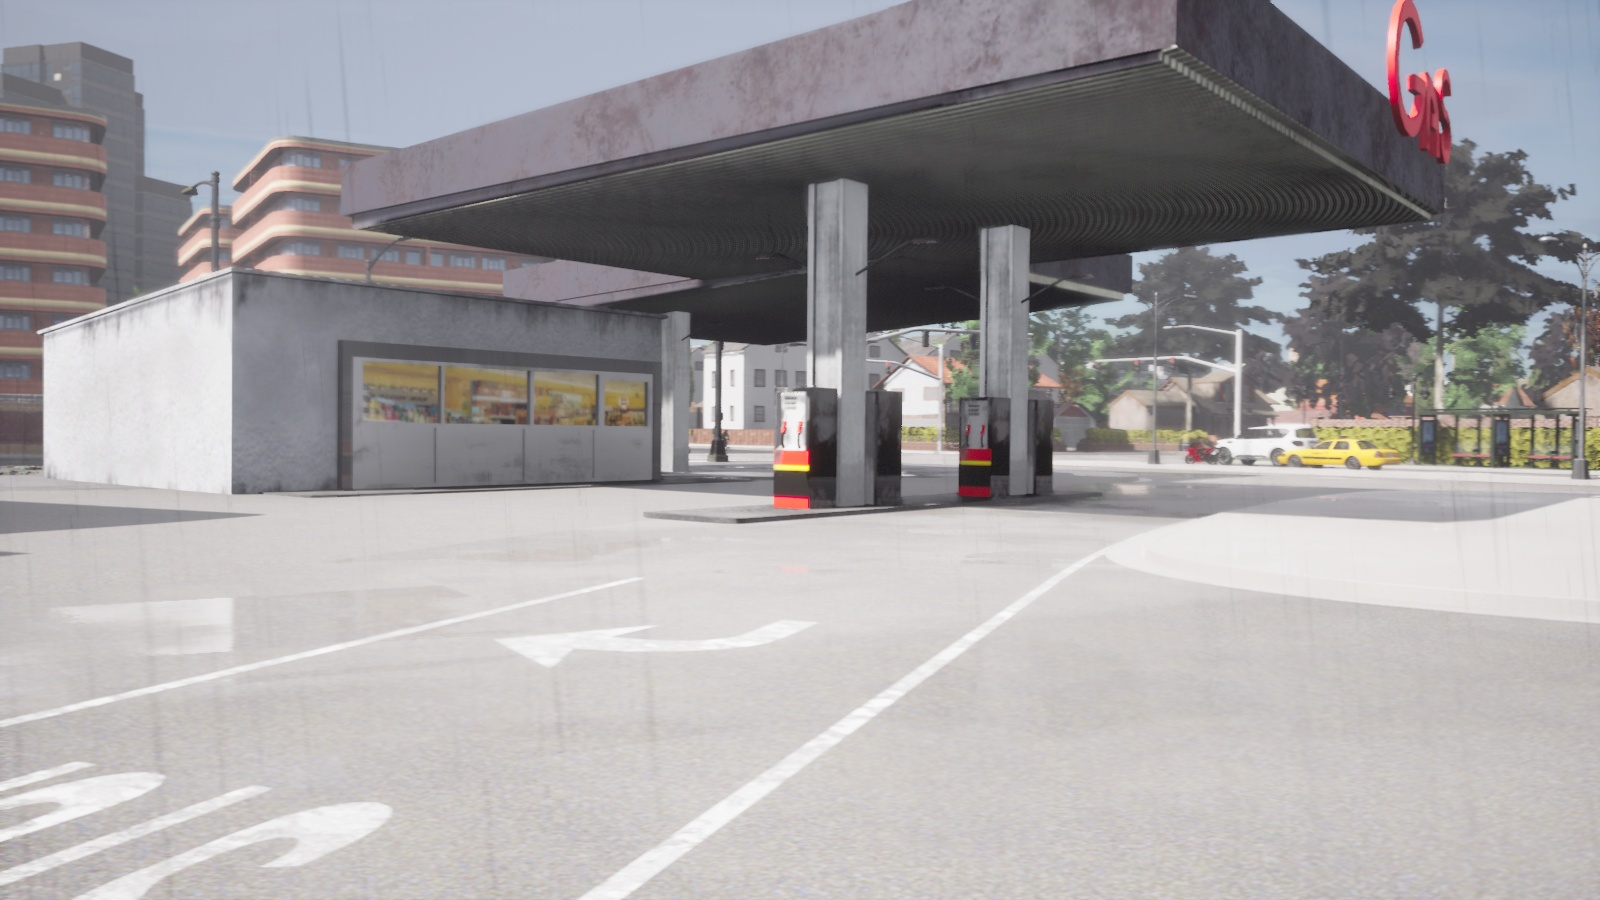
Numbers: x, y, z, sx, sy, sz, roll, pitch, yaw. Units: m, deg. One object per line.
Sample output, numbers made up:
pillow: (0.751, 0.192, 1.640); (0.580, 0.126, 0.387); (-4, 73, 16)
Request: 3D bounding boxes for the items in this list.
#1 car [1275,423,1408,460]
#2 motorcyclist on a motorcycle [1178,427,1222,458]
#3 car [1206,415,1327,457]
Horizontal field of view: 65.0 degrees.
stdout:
car: (24.260, -0.379, 56.463); (1.801, 1.575, 5.366); (-1, 1, -33)
motorcyclist on a motorcycle: (20.050, -0.386, 62.956); (0.797, 1.523, 2.044); (-1, 1, -33)
car: (23.631, -0.703, 63.856); (2.150, 2.045, 5.566); (-1, 1, -33)
